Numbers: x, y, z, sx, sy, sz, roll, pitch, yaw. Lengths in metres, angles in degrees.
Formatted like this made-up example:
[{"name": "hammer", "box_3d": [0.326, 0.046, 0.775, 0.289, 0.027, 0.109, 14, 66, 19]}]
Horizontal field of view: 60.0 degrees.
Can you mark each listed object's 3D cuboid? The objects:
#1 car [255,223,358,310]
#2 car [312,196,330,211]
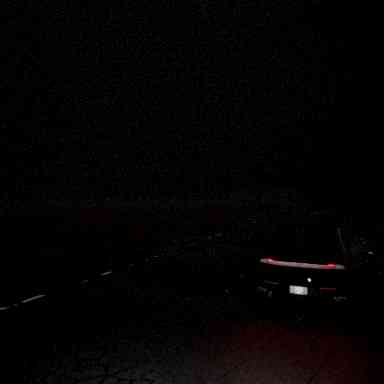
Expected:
[{"name": "car", "box_3d": [2.844, 1.509, 8.018, 2.128, 1.511, 4.902, 0, 0, 24]}, {"name": "car", "box_3d": [18.725, 1.648, 48.152, 2.150, 2.045, 5.566, 0, -1, 19]}]
